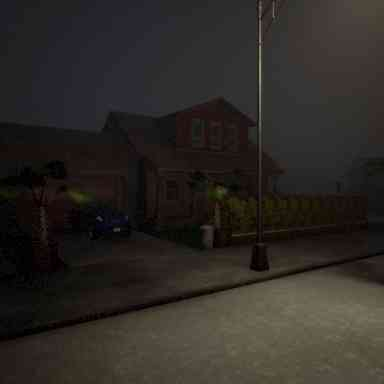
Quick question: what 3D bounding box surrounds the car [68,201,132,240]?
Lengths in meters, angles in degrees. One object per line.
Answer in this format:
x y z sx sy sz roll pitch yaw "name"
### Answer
-4.076 1.174 14.562 1.845 1.501 3.633 0 0 -38 "car"
